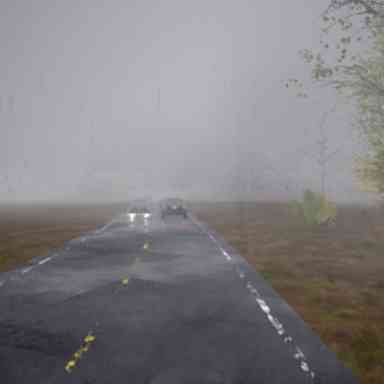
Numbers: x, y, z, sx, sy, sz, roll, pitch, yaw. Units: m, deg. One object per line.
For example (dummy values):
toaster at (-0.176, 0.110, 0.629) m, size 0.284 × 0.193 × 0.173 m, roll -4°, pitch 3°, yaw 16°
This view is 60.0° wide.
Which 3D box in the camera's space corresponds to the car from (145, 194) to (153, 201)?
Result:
car at (-9.685, 1.159, 73.159) m, size 2.097 × 1.767 × 4.553 m, roll 0°, pitch 0°, yaw -6°

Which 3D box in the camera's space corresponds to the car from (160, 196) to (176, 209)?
car at (-3.211, 1.356, 43.361) m, size 1.882 × 1.535 × 5.008 m, roll 0°, pitch 0°, yaw -6°

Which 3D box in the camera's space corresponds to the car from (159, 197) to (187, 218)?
car at (-1.628, 1.272, 28.860) m, size 2.097 × 1.767 × 4.553 m, roll 0°, pitch 0°, yaw -6°

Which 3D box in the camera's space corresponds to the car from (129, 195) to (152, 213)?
car at (-5.548, 1.410, 35.651) m, size 1.837 × 1.490 × 4.892 m, roll 0°, pitch 0°, yaw -6°
